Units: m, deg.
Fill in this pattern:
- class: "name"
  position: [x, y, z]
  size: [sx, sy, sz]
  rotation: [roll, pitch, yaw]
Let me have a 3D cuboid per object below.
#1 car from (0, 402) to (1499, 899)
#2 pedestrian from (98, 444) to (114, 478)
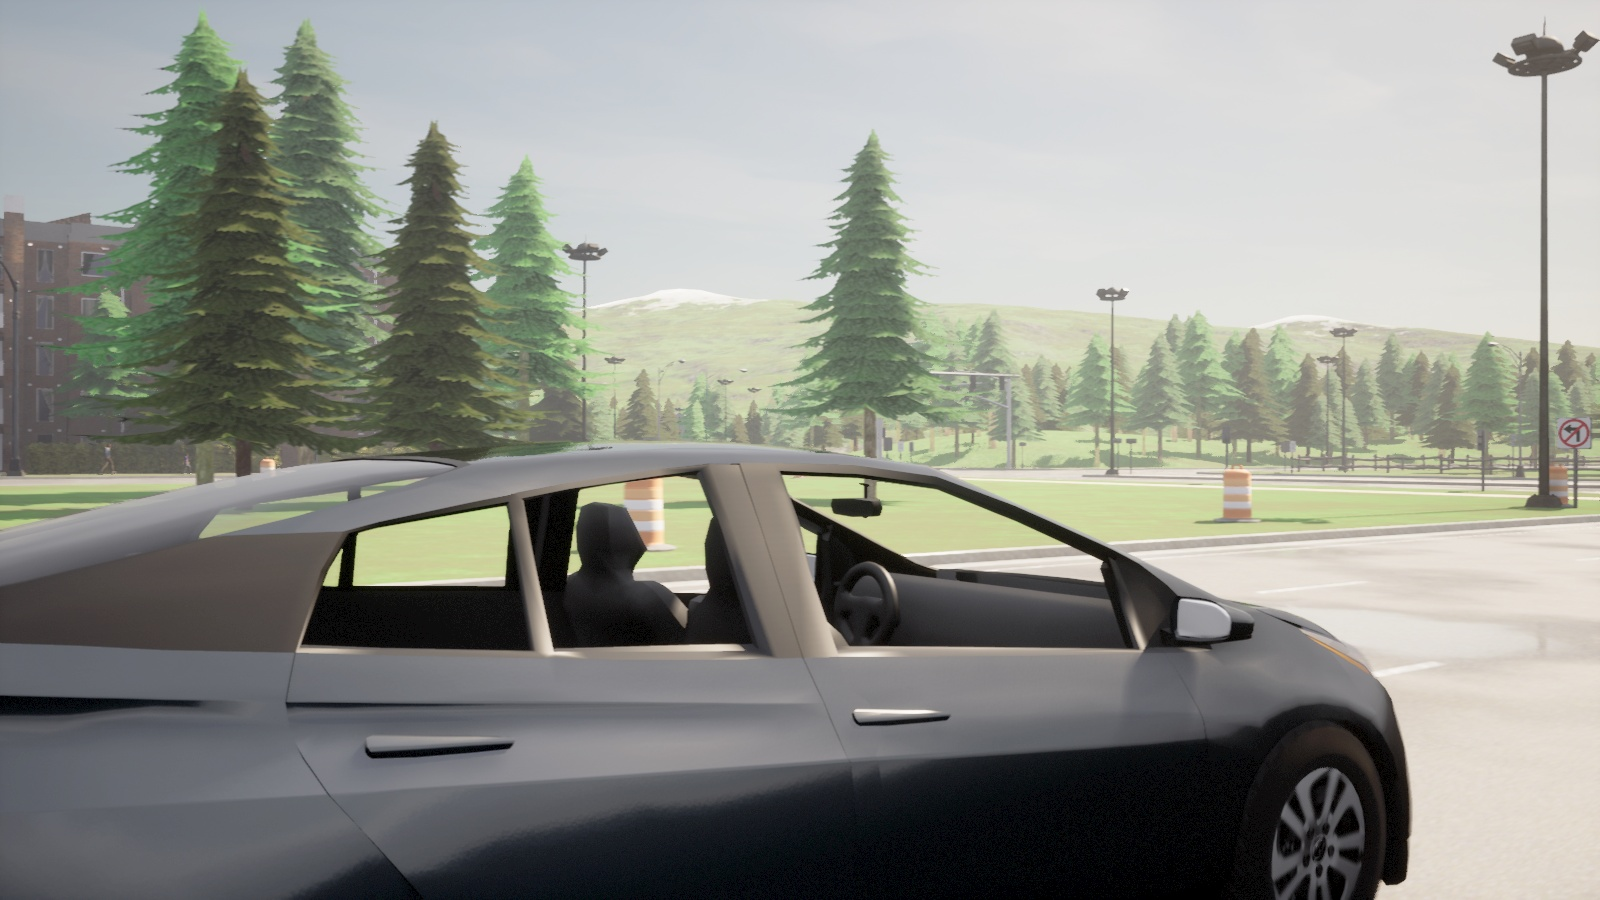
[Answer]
- class: "car"
  position: [-0.215, 0.701, 3.509]
  size: [4.514, 1.525, 2.007]
  rotation: [0, 0, -35]
- class: "pedestrian"
  position: [-40.116, 0.637, 72.607]
  size: [0.788, 1.949, 0.423]
  rotation: [0, 0, -35]
